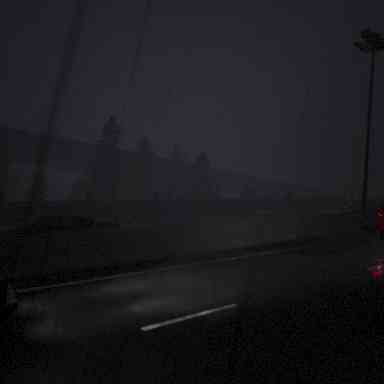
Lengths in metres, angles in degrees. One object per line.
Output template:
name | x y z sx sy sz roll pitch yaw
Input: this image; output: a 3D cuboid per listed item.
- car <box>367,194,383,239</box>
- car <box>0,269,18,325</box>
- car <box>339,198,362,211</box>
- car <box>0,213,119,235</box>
car | 10.999 1.236 15.888 5.566 2.045 2.150 0 0 -35
car | -5.031 1.596 4.457 4.718 1.301 1.895 0 0 -35
car | 19.383 1.534 39.294 4.892 1.490 1.837 0 0 -35
car | -5.457 1.548 12.996 5.357 1.411 2.033 0 0 -35
